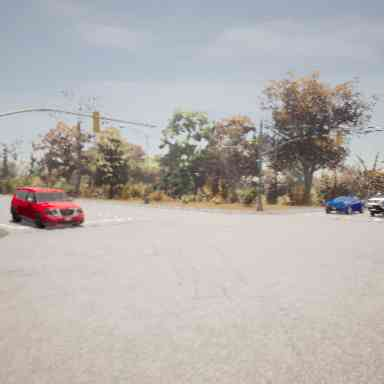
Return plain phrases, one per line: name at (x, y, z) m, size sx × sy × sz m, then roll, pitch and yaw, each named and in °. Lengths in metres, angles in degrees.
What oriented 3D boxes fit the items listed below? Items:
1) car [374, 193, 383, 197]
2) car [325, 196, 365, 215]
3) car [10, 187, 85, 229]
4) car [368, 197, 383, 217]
car at (21.710, 1.145, 37.431) m, size 5.566 × 2.045 × 2.150 m, roll 3°, pitch -1°, yaw -45°
car at (13.368, 1.088, 28.908) m, size 1.882 × 1.535 × 5.008 m, roll 2°, pitch 0°, yaw 45°
car at (-8.032, 0.834, 18.198) m, size 5.566 × 2.045 × 2.150 m, roll 4°, pitch 4°, yaw 44°
car at (15.622, 1.284, 26.199) m, size 1.895 × 1.301 × 4.718 m, roll 2°, pitch 0°, yaw 44°
